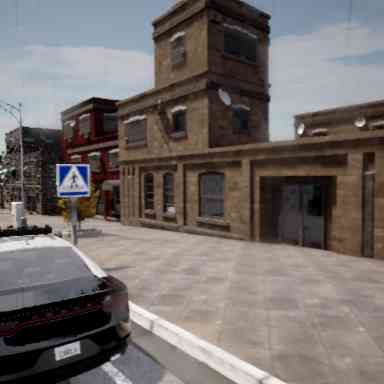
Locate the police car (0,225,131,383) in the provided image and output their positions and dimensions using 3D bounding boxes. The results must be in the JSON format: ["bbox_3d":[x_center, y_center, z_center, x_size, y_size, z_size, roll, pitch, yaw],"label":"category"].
[{"bbox_3d":[-2.884,1.366,5.336,1.930,1.638,5.238,-1,1,-39],"label":"police car"}]
